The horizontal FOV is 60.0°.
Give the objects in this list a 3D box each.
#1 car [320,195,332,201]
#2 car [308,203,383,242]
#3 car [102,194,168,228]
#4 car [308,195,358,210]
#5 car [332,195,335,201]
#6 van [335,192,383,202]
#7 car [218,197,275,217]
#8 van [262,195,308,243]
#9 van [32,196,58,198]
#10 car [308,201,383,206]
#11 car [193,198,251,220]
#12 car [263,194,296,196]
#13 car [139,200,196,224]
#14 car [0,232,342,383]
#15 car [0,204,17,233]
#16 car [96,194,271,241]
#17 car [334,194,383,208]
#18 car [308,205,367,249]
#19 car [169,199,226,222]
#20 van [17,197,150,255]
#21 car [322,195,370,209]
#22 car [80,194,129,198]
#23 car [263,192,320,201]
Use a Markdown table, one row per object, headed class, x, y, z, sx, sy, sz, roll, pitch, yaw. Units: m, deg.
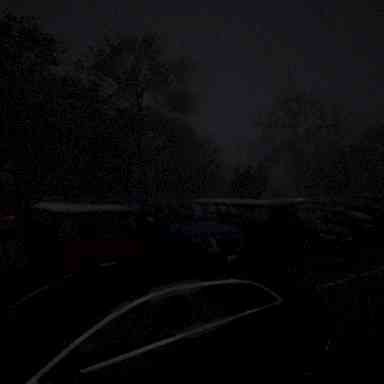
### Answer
| class | x | y | z | sx | sy | sz | roll | pitch | yaw |
| --- | --- | --- | --- | --- | --- | --- | --- | --- | --- |
| car | 11.569 | 1.206 | 34.923 | 2.097 | 1.535 | 5.008 | -1 | 1 | -36 |
| car | 6.163 | 1.439 | 14.963 | 2.002 | 1.452 | 4.674 | -1 | 0 | -36 |
| car | -4.218 | 1.177 | 23.587 | 2.435 | 2.045 | 5.566 | -1 | 0 | -36 |
| car | 16.084 | 1.132 | 38.154 | 2.231 | 1.521 | 4.892 | -1 | 1 | -36 |
| car | 13.827 | 1.169 | 36.538 | 2.097 | 1.535 | 5.008 | -1 | 1 | -36 |
| van | 10.655 | 1.114 | 18.323 | 1.878 | 1.987 | 4.442 | -1 | 0 | -36 |
| car | 4.803 | 1.317 | 30.069 | 2.097 | 1.535 | 5.008 | -1 | 0 | -36 |
| van | 1.529 | 1.219 | 11.795 | 1.878 | 1.987 | 4.442 | -1 | 0 | -36 |
| van | -8.819 | 1.240 | 20.474 | 1.878 | 1.987 | 4.442 | 0 | 0 | -36 |
| car | 8.428 | 1.402 | 16.623 | 2.163 | 1.488 | 4.792 | -1 | 0 | -36 |
| car | 2.434 | 1.347 | 28.608 | 1.946 | 1.575 | 5.366 | -1 | 0 | -36 |
| car | 7.062 | 1.283 | 31.685 | 2.231 | 1.521 | 4.892 | -1 | 1 | -36 |
| car | -1.993 | 1.436 | 25.249 | 2.163 | 1.488 | 4.792 | -1 | 0 | -36 |
| car | -0.672 | 1.482 | 3.206 | 4.902 | 1.511 | 2.128 | -1 | 0 | -35 |
| car | -11.114 | 1.478 | 18.917 | 1.946 | 1.575 | 5.366 | 0 | 0 | -36 |
| car | -0.664 | 1.210 | 10.047 | 2.435 | 2.045 | 5.566 | 0 | 0 | -36 |
| car | 20.709 | 1.053 | 41.227 | 1.946 | 1.575 | 5.366 | -1 | 1 | -36 |
| car | 3.878 | 1.423 | 13.340 | 2.231 | 1.521 | 4.892 | -1 | 0 | -36 |
| car | 0.305 | 1.412 | 26.821 | 2.163 | 1.488 | 4.792 | -1 | 0 | -36 |
| van | -3.029 | 1.251 | 8.534 | 1.878 | 1.987 | 4.442 | 0 | 0 | -36 |
| car | 18.327 | 1.123 | 39.787 | 2.163 | 1.488 | 4.792 | -1 | 1 | -36 |
| car | -6.509 | 1.198 | 22.018 | 2.435 | 2.045 | 5.566 | 0 | 0 | -36 |
| car | 9.329 | 0.993 | 33.278 | 2.435 | 2.045 | 5.566 | -1 | 1 | -36 |
